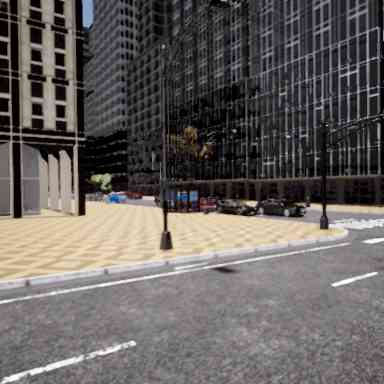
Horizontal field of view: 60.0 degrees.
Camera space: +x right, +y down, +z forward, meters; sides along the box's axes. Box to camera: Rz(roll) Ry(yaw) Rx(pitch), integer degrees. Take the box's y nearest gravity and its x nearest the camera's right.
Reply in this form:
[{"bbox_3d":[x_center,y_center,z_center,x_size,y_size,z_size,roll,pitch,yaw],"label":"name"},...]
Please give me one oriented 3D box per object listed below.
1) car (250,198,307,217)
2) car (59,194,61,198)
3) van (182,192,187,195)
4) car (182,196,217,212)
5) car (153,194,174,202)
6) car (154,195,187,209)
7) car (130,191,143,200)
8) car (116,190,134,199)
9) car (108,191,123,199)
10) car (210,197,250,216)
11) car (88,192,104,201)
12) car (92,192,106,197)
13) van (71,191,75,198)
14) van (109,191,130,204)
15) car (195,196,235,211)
[{"bbox_3d":[7.818,1.332,29.474,1.837,1.490,4.892,-1,1,-34],"label":"car"},{"bbox_3d":[-31.207,0.701,82.000,1.967,1.590,4.097,-1,1,-34],"label":"car"},{"bbox_3d":[-1.841,0.838,53.878,1.690,1.788,3.998,-1,1,-34],"label":"van"},{"bbox_3d":[0.767,1.377,35.016,1.802,1.307,4.206,-1,1,-34],"label":"car"},{"bbox_3d":[-5.047,1.026,58.574,1.802,1.307,4.206,-1,1,-34],"label":"car"},{"bbox_3d":[-2.391,1.308,39.741,1.947,1.339,4.313,-1,1,-34],"label":"car"},{"bbox_3d":[-11.461,0.918,67.959,1.802,1.307,4.206,-1,1,-34],"label":"car"},{"bbox_3d":[-14.668,0.597,72.648,2.192,1.841,5.009,-1,1,-34],"label":"car"},{"bbox_3d":[-17.875,0.668,77.342,1.967,1.590,4.097,-1,1,-34],"label":"car"},{"bbox_3d":[3.960,1.413,30.312,1.947,1.339,4.313,-1,1,-34],"label":"car"},{"bbox_3d":[-18.380,1.028,63.232,2.008,1.369,4.403,-1,1,-34],"label":"car"},{"bbox_3d":[-24.288,0.670,86.728,2.008,1.369,4.403,-1,1,-34],"label":"car"},{"bbox_3d":[-28.001,0.656,77.307,1.690,1.788,3.998,-1,1,-34],"label":"van"},{"bbox_3d":[-11.966,0.926,53.844,1.690,1.788,3.998,-1,1,-34],"label":"van"},{"bbox_3d":[2.504,1.246,37.251,1.837,1.490,4.892,-1,1,-34],"label":"car"}]
